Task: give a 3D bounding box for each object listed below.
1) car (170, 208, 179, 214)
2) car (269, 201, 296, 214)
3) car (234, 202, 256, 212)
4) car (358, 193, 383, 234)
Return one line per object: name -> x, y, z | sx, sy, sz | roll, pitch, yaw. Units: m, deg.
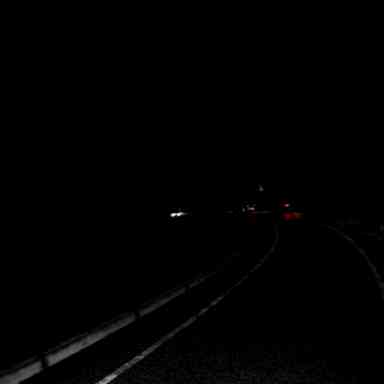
car -> -4.438, 4.597, 81.054 | 1.895, 1.301, 4.718 | -6, -1, -16
car -> 10.931, 1.817, 40.722 | 2.128, 1.511, 4.902 | -5, -2, -8
car -> 8.367, 2.423, 53.247 | 1.837, 1.490, 4.892 | -6, -2, -19
car -> 10.497, 1.007, 17.604 | 2.150, 2.045, 5.566 | -4, -1, 14
